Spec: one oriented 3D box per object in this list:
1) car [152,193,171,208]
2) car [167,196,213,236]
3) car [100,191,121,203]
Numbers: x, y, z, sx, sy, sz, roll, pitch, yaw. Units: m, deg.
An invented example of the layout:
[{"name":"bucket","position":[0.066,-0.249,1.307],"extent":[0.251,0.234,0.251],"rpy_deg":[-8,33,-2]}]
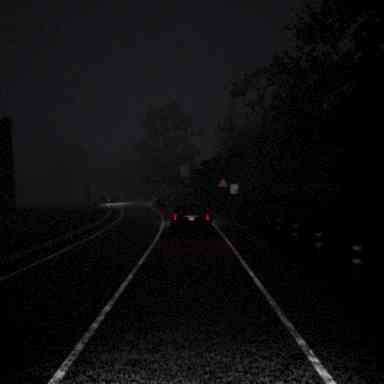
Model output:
[{"name":"car","position":[-3.315,0.884,37.340],"extent":[2.128,1.511,4.902],"rpy_deg":[-2,2,-17]},{"name":"car","position":[-0.117,1.270,18.105],"extent":[2.097,1.767,4.553],"rpy_deg":[0,1,-2]},{"name":"car","position":[-11.902,0.660,48.465],"extent":[2.097,1.767,4.553],"rpy_deg":[-4,3,-30]}]
